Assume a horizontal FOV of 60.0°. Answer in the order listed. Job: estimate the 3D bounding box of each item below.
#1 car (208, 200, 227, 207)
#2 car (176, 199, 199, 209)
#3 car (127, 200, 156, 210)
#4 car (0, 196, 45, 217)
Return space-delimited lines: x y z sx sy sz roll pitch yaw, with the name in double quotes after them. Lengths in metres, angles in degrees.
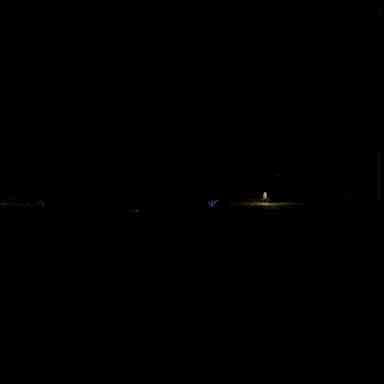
4.986 2.158 63.663 1.895 1.301 4.718 -1 -1 35 "car"
-0.690 1.960 55.386 2.128 1.511 4.902 -1 -1 35 "car"
-7.601 1.907 50.472 1.882 1.535 5.008 -1 -1 35 "car"
-18.336 1.476 35.015 2.150 2.045 5.566 -1 -1 35 "car"
